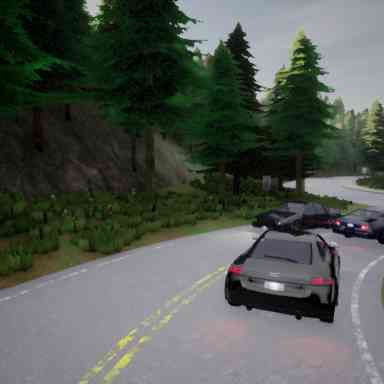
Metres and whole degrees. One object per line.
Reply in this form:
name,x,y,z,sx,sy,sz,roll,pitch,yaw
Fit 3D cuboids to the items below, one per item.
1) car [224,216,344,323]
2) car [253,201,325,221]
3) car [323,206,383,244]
car,2.204,1.531,7.417,1.994,1.385,4.181,2,2,24
car,5.364,1.182,16.482,5.357,1.411,2.033,-1,5,-37
car,8.581,1.369,14.945,5.357,1.411,2.033,-1,5,-33
